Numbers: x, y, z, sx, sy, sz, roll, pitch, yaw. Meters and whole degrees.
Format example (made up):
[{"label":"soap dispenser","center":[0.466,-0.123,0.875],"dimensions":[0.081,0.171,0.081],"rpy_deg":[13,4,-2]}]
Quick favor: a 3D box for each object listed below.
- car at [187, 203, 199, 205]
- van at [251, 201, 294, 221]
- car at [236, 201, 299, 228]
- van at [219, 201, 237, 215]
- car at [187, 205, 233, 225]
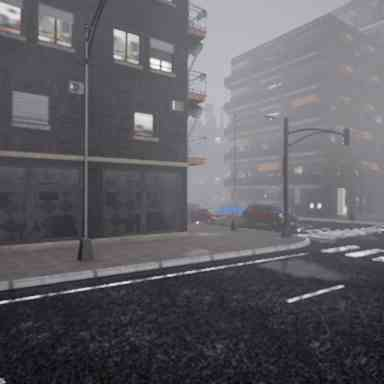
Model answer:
[{"label":"car","center":[0.011,1.875,34.116],"dimensions":[2.097,1.767,4.553],"rpy_deg":[0,-1,-36]},{"label":"van","center":[7.919,1.821,33.092],"dimensions":[1.690,1.788,3.998],"rpy_deg":[-1,0,-36]},{"label":"car","center":[6.004,1.744,25.952],"dimensions":[2.097,1.767,4.553],"rpy_deg":[0,-1,-36]},{"label":"van","center":[4.610,1.894,37.612],"dimensions":[1.690,1.788,3.998],"rpy_deg":[-1,0,-36]},{"label":"car","center":[1.171,2.021,28.183],"dimensions":[1.802,1.307,4.206],"rpy_deg":[-1,0,-36]}]
